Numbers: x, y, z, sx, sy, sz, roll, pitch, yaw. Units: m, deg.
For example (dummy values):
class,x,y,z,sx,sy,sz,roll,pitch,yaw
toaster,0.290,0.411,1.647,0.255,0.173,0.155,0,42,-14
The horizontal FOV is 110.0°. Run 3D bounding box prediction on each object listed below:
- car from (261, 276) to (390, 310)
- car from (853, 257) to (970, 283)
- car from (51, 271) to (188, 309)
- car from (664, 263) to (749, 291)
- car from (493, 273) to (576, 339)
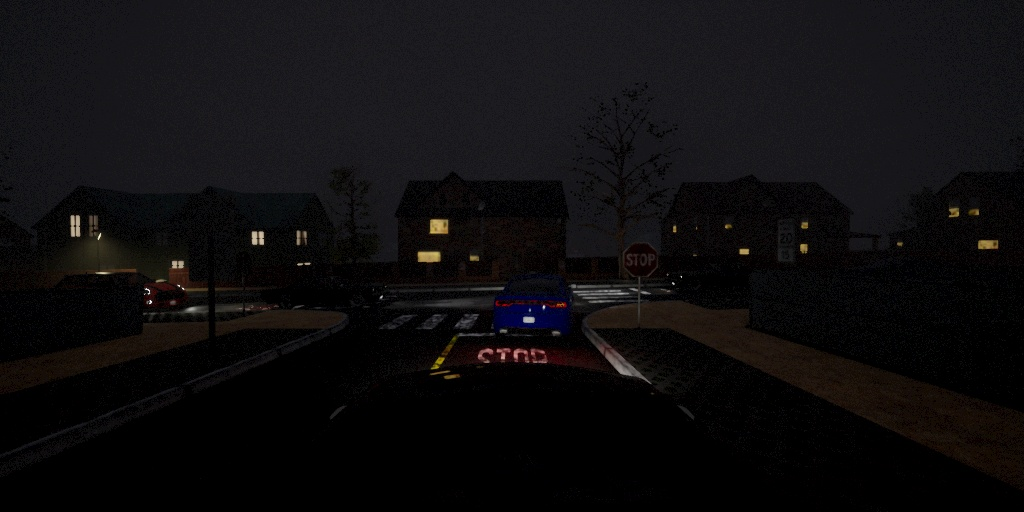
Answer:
class,x,y,z,sx,sy,sz,roll,pitch,yaw
car,-7.813,1.506,15.382,4.718,1.301,1.895,-1,1,0
car,20.055,0.753,18.348,5.357,1.411,2.033,-1,1,0
car,-16.800,1.471,15.374,4.553,1.767,2.097,-1,1,0
car,10.409,1.034,18.311,4.718,1.301,1.895,-1,1,-1
car,0.785,1.226,10.175,1.882,1.535,5.008,0,0,10
